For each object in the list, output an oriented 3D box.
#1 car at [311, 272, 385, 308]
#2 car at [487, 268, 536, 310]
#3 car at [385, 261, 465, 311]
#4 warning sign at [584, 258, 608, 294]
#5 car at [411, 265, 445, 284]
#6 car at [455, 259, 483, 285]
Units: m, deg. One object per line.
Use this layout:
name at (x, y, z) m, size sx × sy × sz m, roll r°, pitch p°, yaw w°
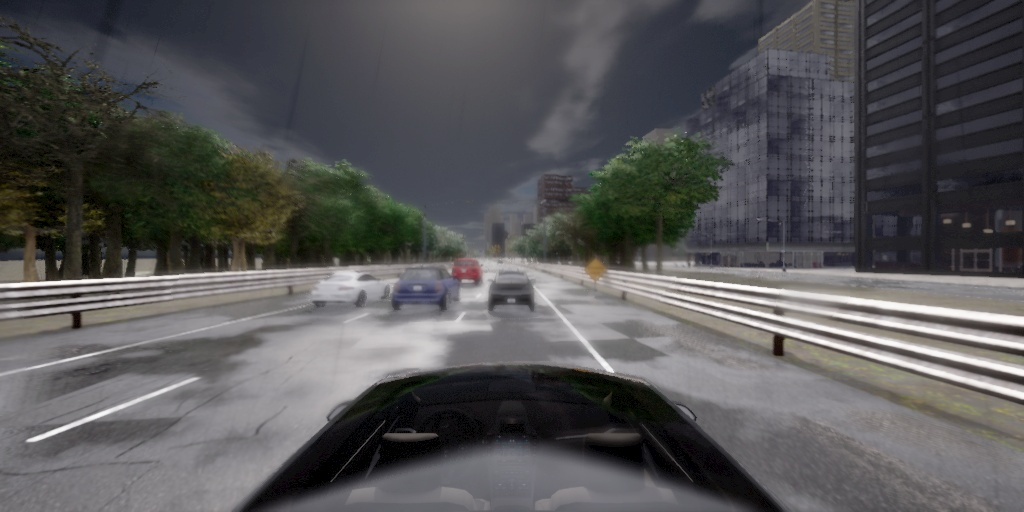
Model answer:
car at (-7.013, 1.415, 15.939) m, size 1.812 × 1.442 × 4.674 m, roll 0°, pitch 0°, yaw 0°
car at (-0.015, 1.393, 15.578) m, size 1.837 × 1.490 × 4.892 m, roll 0°, pitch 0°, yaw 0°
car at (-3.514, 1.236, 15.472) m, size 2.097 × 1.767 × 4.553 m, roll 0°, pitch -1°, yaw 0°
warning sign at (4.491, 1.038, 19.296) m, size 1.300 × 1.860 × 1.060 m, roll 0°, pitch 0°, yaw 0°
car at (-7.156, 1.566, 30.959) m, size 1.812 × 1.442 × 4.674 m, roll 0°, pitch 0°, yaw 0°
car at (-3.655, 1.252, 29.673) m, size 2.150 × 2.045 × 5.566 m, roll 0°, pitch 0°, yaw 0°
